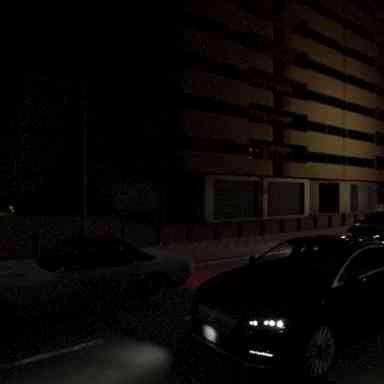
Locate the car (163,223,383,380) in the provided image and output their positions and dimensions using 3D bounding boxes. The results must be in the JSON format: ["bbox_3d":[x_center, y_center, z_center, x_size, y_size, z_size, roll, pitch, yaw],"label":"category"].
[{"bbox_3d":[2.222,1.525,5.596,4.902,1.511,2.128,1,0,-36],"label":"car"}]

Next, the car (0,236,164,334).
[{"bbox_3d":[-2.359,1.616,6.613,4.718,1.301,1.895,0,0,-36],"label":"car"}]

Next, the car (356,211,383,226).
[{"bbox_3d":[8.597,1.600,14.472,4.892,1.490,1.837,-1,0,-36],"label":"car"}]
